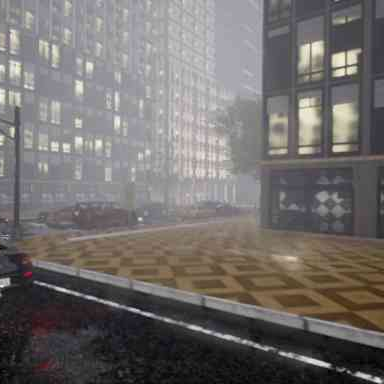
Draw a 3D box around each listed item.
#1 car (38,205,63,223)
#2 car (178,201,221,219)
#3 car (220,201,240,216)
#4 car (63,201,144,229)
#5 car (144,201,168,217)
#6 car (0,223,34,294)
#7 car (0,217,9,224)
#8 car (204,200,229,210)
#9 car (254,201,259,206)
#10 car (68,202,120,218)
[{"bbox_3d":[-10.551,1.763,27.719,1.994,1.385,4.181,1,0,36],"label":"car"},{"bbox_3d":[0.614,1.894,33.090,1.752,1.417,4.829,0,0,36],"label":"car"},{"bbox_3d":[3.866,1.998,37.489,1.802,1.307,4.206,0,0,36],"label":"car"},{"bbox_3d":[-6.192,1.584,23.884,2.192,1.841,5.009,0,0,36],"label":"car"},{"bbox_3d":[-4.565,1.792,35.810,1.837,1.490,4.892,1,0,36],"label":"car"},{"bbox_3d":[-5.421,1.549,7.550,4.674,1.442,1.812,0,0,35],"label":"car"},{"bbox_3d":[-12.429,1.740,18.839,1.994,1.385,4.181,0,0,9],"label":"car"},{"bbox_3d":[3.827,1.970,51.532,1.947,1.339,4.313,0,0,36],"label":"car"},{"bbox_3d":[13.782,2.068,64.996,1.752,1.417,4.829,0,0,36],"label":"car"},{"bbox_3d":[-9.682,1.735,33.262,1.752,1.417,4.829,0,0,36],"label":"car"}]
